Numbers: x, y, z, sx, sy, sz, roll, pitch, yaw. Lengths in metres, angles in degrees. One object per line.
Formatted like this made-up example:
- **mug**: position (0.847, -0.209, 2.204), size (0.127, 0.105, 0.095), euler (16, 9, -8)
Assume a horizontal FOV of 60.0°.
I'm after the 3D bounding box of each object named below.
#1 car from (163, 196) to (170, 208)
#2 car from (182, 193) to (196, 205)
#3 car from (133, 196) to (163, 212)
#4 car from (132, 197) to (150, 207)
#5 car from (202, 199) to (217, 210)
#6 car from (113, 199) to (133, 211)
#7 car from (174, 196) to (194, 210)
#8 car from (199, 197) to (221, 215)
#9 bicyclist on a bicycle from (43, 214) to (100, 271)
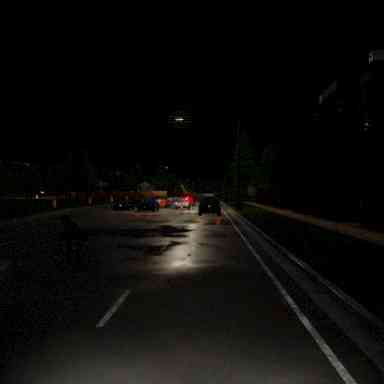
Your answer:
- **car**: position (-4.489, 1.352, 48.860), size (2.097, 1.767, 4.553), euler (0, 0, 4)
- **car**: position (-0.671, 1.221, 54.010), size (2.150, 2.045, 5.566), euler (0, 0, 3)
- **car**: position (-5.001, 1.478, 38.528), size (1.882, 1.535, 5.008), euler (0, 0, 4)
- **car**: position (-7.824, 1.526, 51.126), size (1.812, 1.442, 4.674), euler (0, 0, 3)
- **car**: position (2.302, 1.601, 43.874), size (1.895, 1.301, 4.718), euler (0, 0, 3)
- **car**: position (-8.343, 1.564, 41.224), size (1.994, 1.385, 4.181), euler (0, 0, 3)
- **car**: position (-1.189, 1.601, 43.986), size (1.895, 1.301, 4.718), euler (0, 0, 3)
- **car**: position (1.756, 1.352, 33.277), size (2.097, 1.767, 4.553), euler (0, 0, 3)
- **bicyclist on a bicycle**: position (-3.424, 1.455, 9.402), size (1.656, 1.620, 0.582), euler (-2, 0, 3)
